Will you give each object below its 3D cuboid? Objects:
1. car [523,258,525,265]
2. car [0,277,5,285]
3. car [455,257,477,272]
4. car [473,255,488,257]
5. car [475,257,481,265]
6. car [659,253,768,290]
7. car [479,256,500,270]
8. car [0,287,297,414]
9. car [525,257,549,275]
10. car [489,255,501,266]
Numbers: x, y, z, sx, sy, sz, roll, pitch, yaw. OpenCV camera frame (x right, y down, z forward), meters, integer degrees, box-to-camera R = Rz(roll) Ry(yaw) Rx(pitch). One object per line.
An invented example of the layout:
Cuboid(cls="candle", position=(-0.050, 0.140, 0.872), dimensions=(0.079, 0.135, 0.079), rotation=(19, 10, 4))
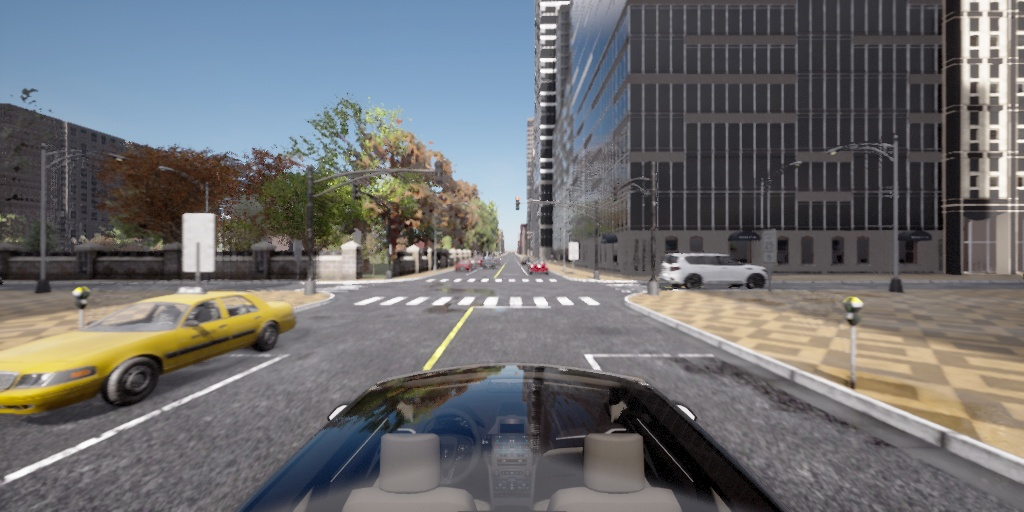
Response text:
Cuboid(cls="car", position=(2.690, 1.162, 42.825), dimensions=(1.948, 1.339, 4.313), rotation=(0, 0, 0))
Cuboid(cls="car", position=(-33.581, 1.313, 21.103), dimensions=(5.357, 1.411, 2.033), rotation=(0, 0, 1))
Cuboid(cls="car", position=(-5.691, 1.141, 42.823), dimensions=(1.888, 1.381, 4.507), rotation=(0, 0, 0))
Cuboid(cls="car", position=(-5.691, 0.845, 59.872), dimensions=(2.192, 1.841, 5.009), rotation=(0, 0, 0))
Cuboid(cls="car", position=(-5.691, 1.125, 48.505), dimensions=(2.007, 1.370, 4.403), rotation=(0, 0, 0))
Cuboid(cls="car", position=(11.261, 0.860, 20.160), dimensions=(5.566, 2.045, 2.150), rotation=(0, 0, 1))
Cuboid(cls="car", position=(-3.072, 1.079, 49.108), dimensions=(1.837, 1.490, 4.892), rotation=(0, 0, 0))
Cuboid(cls="car", position=(-5.819, 1.258, 6.252), dimensions=(1.751, 1.417, 4.829), rotation=(0, 0, 0))
Cuboid(cls="car", position=(2.690, 1.057, 37.145), dimensions=(1.967, 1.591, 4.097), rotation=(0, 0, 0))
Cuboid(cls="car", position=(-3.025, 1.069, 64.800), dimensions=(1.994, 1.385, 4.181), rotation=(0, 0, 1))
